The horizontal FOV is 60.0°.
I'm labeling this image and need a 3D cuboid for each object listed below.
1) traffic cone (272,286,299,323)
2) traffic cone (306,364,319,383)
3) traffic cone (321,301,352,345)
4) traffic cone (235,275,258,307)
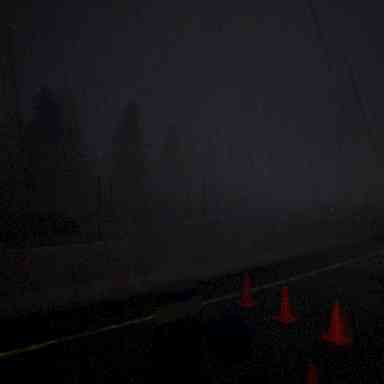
[{"bbox_3d":[1.689,2.000,6.020,0.340,0.580,0.340,0,0,-35],"label":"traffic cone"},{"bbox_3d":[1.173,1.981,3.239,0.340,0.580,0.340,0,0,-35],"label":"traffic cone"},{"bbox_3d":[2.255,1.997,5.196,0.340,0.580,0.340,0,0,-35],"label":"traffic cone"},{"bbox_3d":[1.122,2.004,6.844,0.340,0.580,0.340,0,0,-35],"label":"traffic cone"}]
